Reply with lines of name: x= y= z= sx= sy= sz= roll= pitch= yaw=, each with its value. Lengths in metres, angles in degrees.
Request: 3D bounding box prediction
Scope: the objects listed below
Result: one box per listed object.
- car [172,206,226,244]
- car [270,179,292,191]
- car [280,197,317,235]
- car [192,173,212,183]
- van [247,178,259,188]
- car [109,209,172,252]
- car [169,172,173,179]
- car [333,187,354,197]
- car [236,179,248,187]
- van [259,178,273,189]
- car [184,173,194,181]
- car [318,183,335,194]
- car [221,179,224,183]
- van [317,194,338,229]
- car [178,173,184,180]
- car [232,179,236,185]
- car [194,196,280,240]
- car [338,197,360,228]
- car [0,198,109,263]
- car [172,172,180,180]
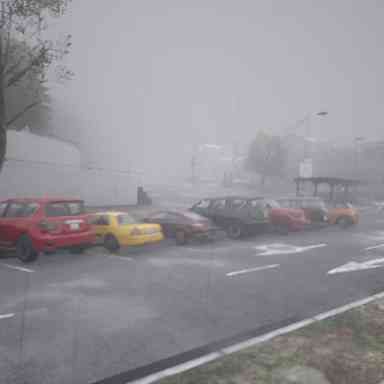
car: x=-1.070 y=1.548 z=15.724 sx=4.674 sy=1.452 sz=2.002 roll=-1 pitch=-1 yaw=35
car: x=16.824 y=-0.969 z=60.953 sx=2.231 sy=1.521 sz=4.892 roll=7 pitch=3 yaw=35
car: x=3.872 y=1.271 z=19.185 sx=5.566 sy=2.045 sz=2.435 roll=-1 pitch=-1 yaw=35
car: x=3.089 y=-3.154 z=80.816 sx=1.946 sy=1.575 sz=5.366 roll=7 pitch=3 yaw=34
van: x=13.337 y=-1.741 z=65.788 sx=1.878 sy=1.987 sz=4.442 roll=7 pitch=4 yaw=35
car: x=-3.677 y=1.501 z=14.098 sx=5.366 sy=1.575 sz=1.946 roll=-1 pitch=-1 yaw=35
car: x=-4.054 y=-4.341 z=90.361 sx=2.435 sy=2.045 sz=5.566 roll=1 pitch=-1 yaw=34
car: x=23.721 y=0.160 z=51.092 sx=2.002 sy=1.452 sz=4.674 roll=7 pitch=3 yaw=35
car: x=11.763 y=-1.789 z=68.520 sx=1.946 sy=1.575 sz=5.366 roll=7 pitch=3 yaw=35
van: x=15.065 y=-1.468 z=63.316 sx=1.878 sy=1.987 sz=4.442 roll=7 pitch=4 yaw=35
car: x=1.239 y=-3.677 z=83.076 sx=2.435 sy=2.045 sz=5.566 roll=7 pitch=3 yaw=34
car: x=22.031 y=-0.402 z=53.565 sx=2.435 sy=2.045 sz=5.566 roll=7 pitch=3 yaw=35
car: x=8.191 y=-2.295 z=73.304 sx=2.002 sy=1.452 sz=4.674 roll=7 pitch=3 yaw=35
van: x=6.411 y=1.302 z=20.854 sx=4.442 sy=1.987 sz=1.878 roll=-1 pitch=-1 yaw=35
car: x=-0.555 y=-3.829 z=85.543 sx=2.185 sy=1.767 sz=4.553 roll=6 pitch=3 yaw=34
car: x=9.933 y=-2.021 z=70.841 sx=2.002 sy=1.452 sz=4.674 roll=7 pitch=3 yaw=35
car: x=1.358 y=1.264 z=17.481 sx=5.566 sy=2.045 sz=2.435 roll=-1 pitch=-1 yaw=35
car: x=8.821 y=1.411 z=22.604 sx=4.553 sy=1.767 sz=2.185 roll=-1 pitch=-1 yaw=35
car: x=-5.997 y=1.244 z=12.271 sx=5.566 sy=2.045 sz=2.435 roll=-1 pitch=-1 yaw=35
car: x=-2.284 y=-4.064 z=88.013 sx=2.185 sy=1.767 sz=4.553 roll=4 pitch=1 yaw=33
